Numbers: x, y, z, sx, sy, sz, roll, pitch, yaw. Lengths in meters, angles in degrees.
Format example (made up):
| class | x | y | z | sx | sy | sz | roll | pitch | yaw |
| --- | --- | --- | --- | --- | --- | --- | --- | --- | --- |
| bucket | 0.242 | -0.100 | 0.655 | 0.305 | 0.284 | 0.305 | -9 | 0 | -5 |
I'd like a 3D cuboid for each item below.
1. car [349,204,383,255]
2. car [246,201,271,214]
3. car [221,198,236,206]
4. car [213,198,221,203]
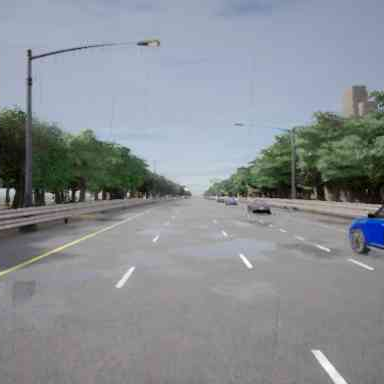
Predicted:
| class | x | y | z | sx | sy | sz | roll | pitch | yaw |
| --- | --- | --- | --- | --- | --- | --- | --- | --- | --- |
| car | 7.007 | 1.225 | 10.222 | 2.150 | 2.045 | 5.566 | 0 | 0 | 0 |
| car | 7.059 | 1.616 | 35.661 | 1.994 | 1.385 | 4.181 | 0 | 0 | 0 |
| car | 7.193 | 1.822 | 62.601 | 2.033 | 1.411 | 5.357 | 0 | -1 | 0 |
| car | 7.383 | 2.141 | 86.744 | 1.994 | 1.385 | 4.181 | 0 | -1 | 1 |
